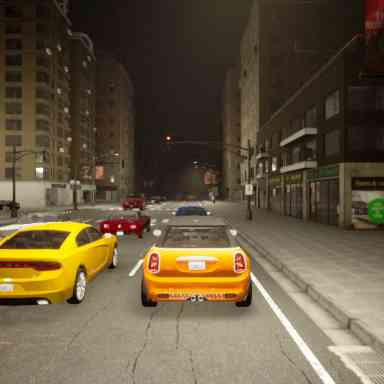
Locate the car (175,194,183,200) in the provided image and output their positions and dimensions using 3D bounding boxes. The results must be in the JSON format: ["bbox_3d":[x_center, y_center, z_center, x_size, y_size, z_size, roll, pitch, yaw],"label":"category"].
[{"bbox_3d":[-3.450,1.421,90.768,1.882,1.535,5.008,0,0,0],"label":"car"}]

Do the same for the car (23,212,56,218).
[{"bbox_3d":[-6.635,1.602,14.690,1.895,1.301,4.718,0,0,0],"label":"car"}]

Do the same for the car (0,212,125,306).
[{"bbox_3d":[-3.167,1.478,8.148,1.882,1.535,5.008,0,0,0],"label":"car"}]

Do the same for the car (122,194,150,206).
[{"bbox_3d":[-6.684,1.235,39.352,2.150,2.045,5.566,0,0,0],"label":"car"}]

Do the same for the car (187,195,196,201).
[{"bbox_3d":[-0.177,1.399,80.741,2.097,1.767,4.553,0,0,0],"label":"car"}]

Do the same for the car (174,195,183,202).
[{"bbox_3d":[-3.426,1.543,80.347,1.837,1.490,4.892,0,0,0],"label":"car"}]

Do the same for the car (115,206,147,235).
[{"bbox_3d":[-3.288,1.603,17.404,1.895,1.301,4.718,0,0,0],"label":"car"}]

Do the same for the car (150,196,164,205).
[{"bbox_3d":[-6.707,1.516,59.284,2.128,1.511,4.902,0,0,0],"label":"car"}]

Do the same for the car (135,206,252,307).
[{"bbox_3d":[0.082,1.353,8.140,2.097,1.767,4.553,0,0,0],"label":"car"}]

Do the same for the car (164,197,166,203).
[{"bbox_3d":[-6.660,1.633,72.604,1.895,1.301,4.718,0,0,0],"label":"car"}]

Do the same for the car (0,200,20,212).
[{"bbox_3d":[-22.233,1.597,38.484,4.313,1.339,1.947,0,0,0],"label":"car"}]
